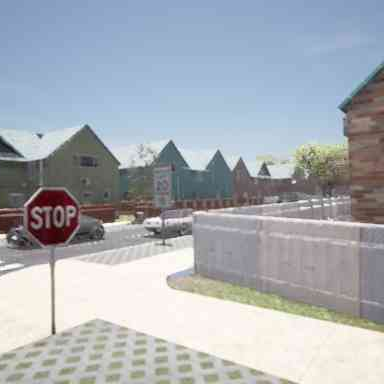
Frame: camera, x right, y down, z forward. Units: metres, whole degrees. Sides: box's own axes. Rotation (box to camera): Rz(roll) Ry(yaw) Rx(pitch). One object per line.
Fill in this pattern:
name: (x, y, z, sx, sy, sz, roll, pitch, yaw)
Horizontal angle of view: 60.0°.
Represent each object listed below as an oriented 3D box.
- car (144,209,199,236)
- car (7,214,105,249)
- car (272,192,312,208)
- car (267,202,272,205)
car: (-0.324, 1.564, 18.100, 1.895, 1.301, 4.718, -2, -1, 36)
car: (-6.078, 1.675, 15.235, 1.994, 1.385, 4.181, -2, -1, 36)
car: (10.161, 1.051, 32.443, 2.150, 2.045, 5.566, -2, -1, 36)
car: (9.644, 1.470, 36.672, 1.994, 1.385, 4.181, -2, -1, 36)
